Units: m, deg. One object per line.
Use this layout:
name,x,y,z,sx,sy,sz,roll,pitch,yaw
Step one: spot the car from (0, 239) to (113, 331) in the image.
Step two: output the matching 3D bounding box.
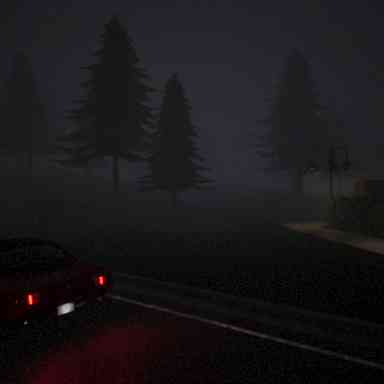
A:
car,-3.869,1.635,6.748,4.718,1.301,1.895,0,0,36
